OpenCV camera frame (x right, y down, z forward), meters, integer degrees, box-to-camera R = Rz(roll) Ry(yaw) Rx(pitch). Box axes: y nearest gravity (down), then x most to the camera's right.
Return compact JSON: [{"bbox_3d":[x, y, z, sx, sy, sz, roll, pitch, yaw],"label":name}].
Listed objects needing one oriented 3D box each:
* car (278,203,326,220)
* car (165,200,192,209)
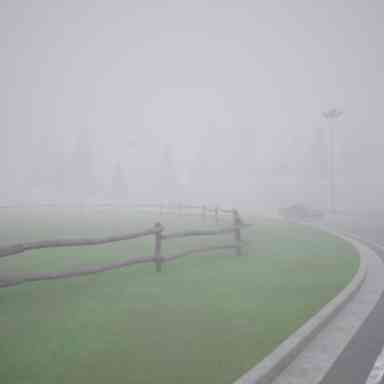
[{"bbox_3d":[9.782,1.722,30.145,2.033,1.411,5.357,0,-1,-14],"label":"car"},{"bbox_3d":[-2.244,2.037,53.857,4.892,1.490,1.837,-1,-2,39],"label":"car"}]
